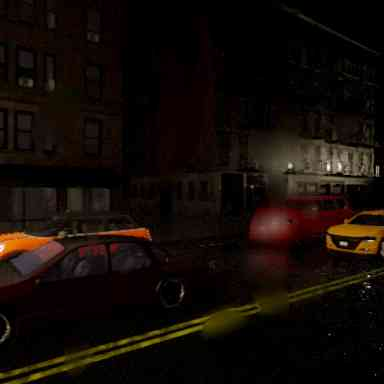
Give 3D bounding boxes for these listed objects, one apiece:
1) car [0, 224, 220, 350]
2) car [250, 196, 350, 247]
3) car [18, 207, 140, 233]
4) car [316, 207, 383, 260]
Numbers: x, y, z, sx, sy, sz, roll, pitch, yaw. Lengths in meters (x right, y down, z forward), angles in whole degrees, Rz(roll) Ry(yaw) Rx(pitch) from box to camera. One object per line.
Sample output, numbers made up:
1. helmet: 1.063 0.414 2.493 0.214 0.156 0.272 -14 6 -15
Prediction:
1. car: -1.968 1.546 6.234 5.357 1.411 2.033 0 0 -36
2. car: 5.192 1.205 15.237 5.566 2.045 2.150 0 0 -35
3. car: -3.359 1.350 9.220 4.553 1.767 2.097 0 0 -35
4. car: 7.132 1.461 12.630 5.008 1.535 1.882 0 0 -35
